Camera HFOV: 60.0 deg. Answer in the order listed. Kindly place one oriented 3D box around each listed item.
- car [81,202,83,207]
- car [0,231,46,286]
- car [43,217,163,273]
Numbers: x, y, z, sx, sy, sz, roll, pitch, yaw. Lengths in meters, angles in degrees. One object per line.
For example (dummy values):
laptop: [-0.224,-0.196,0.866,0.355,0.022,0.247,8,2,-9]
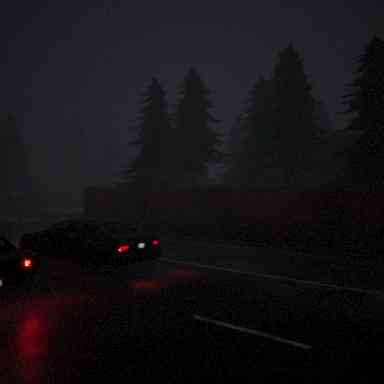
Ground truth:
car: [-12.865,1.289,45.657,2.097,1.767,4.553,0,0,36]
car: [-5.798,1.585,8.089,4.718,1.301,1.895,0,0,36]
car: [-3.435,1.532,10.698,5.357,1.411,2.033,0,0,36]
